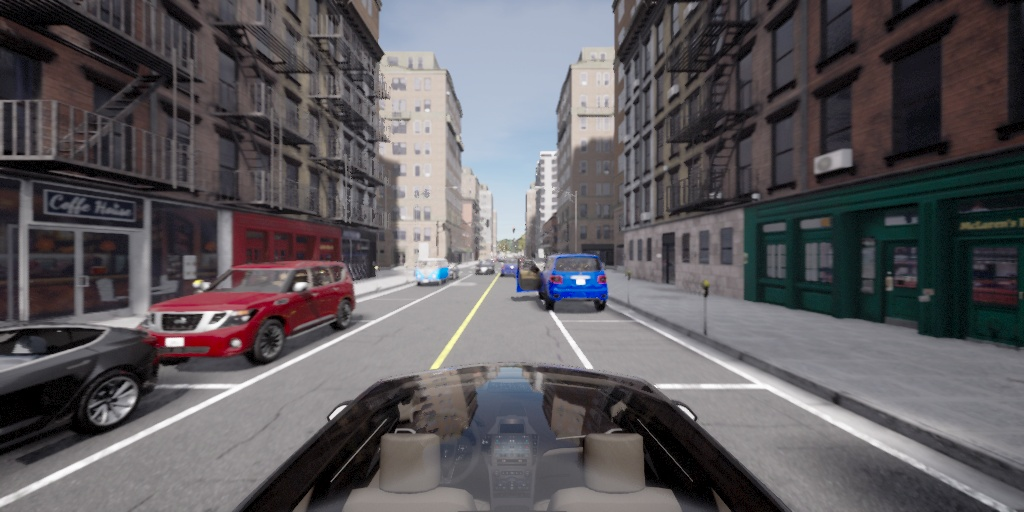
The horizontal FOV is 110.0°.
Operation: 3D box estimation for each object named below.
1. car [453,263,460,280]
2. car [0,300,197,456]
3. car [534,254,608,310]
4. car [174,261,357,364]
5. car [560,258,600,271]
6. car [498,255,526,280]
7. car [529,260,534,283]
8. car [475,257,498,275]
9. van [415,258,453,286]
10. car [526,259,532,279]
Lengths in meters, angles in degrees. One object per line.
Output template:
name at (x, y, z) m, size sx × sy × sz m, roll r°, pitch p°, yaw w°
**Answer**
car at (-5.380, 1.238, 29.874) m, size 2.007 × 1.370 × 4.403 m, roll 0°, pitch 0°, yaw 0°
car at (-5.396, 1.313, 2.842) m, size 1.948 × 1.339 × 4.313 m, roll 0°, pitch 0°, yaw 0°
car at (2.274, 0.942, 14.569) m, size 2.150 × 2.045 × 5.566 m, roll 0°, pitch 0°, yaw 0°
car at (-5.393, 1.050, 8.249) m, size 2.192 × 1.841 × 5.009 m, roll 0°, pitch 0°, yaw 0°
car at (8.843, 1.070, 46.901) m, size 5.008 × 1.535 × 1.882 m, roll -1°, pitch 0°, yaw 2°
car at (0.018, 1.031, 34.064) m, size 2.097 × 1.767 × 4.553 m, roll 0°, pitch 0°, yaw 0°
car at (2.654, 1.213, 30.042) m, size 1.751 × 1.417 × 4.829 m, roll 0°, pitch 0°, yaw 0°
car at (-2.747, 1.164, 37.578) m, size 2.128 × 1.511 × 4.902 m, roll 0°, pitch 0°, yaw 0°
van at (-5.383, 1.040, 24.467) m, size 1.690 × 1.789 × 3.998 m, roll 0°, pitch 0°, yaw 0°
car at (2.651, 1.226, 35.278) m, size 2.007 × 1.370 × 4.403 m, roll 0°, pitch 0°, yaw 0°
